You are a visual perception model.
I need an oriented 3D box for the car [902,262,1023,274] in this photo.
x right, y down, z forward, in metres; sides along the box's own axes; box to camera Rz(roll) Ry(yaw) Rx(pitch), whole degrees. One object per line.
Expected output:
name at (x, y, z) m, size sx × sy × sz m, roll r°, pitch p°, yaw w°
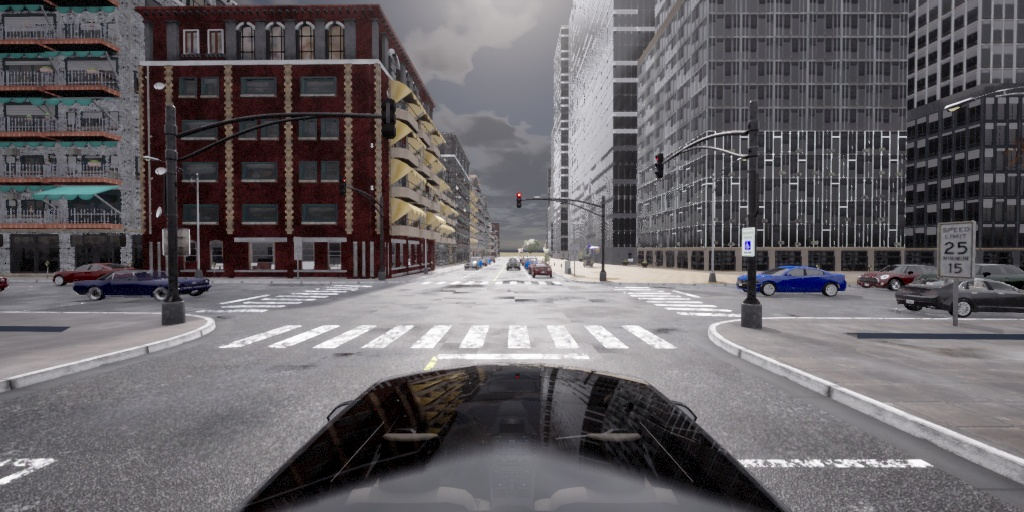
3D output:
car at (24.147, 1.188, 18.876) m, size 4.553 × 1.767 × 2.097 m, roll 0°, pitch 1°, yaw 1°

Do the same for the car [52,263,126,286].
car at (-25.808, 1.108, 22.389) m, size 4.507 × 1.381 × 1.888 m, roll 0°, pitch 0°, yaw 1°

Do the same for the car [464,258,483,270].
car at (-5.575, 1.267, 50.355) m, size 1.948 × 1.339 × 4.313 m, roll 0°, pitch 0°, yaw 0°

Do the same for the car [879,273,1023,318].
car at (16.742, 1.445, 13.091) m, size 4.403 × 1.370 × 2.007 m, roll 0°, pitch 0°, yaw 1°

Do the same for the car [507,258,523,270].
car at (0.219, 1.300, 51.548) m, size 1.895 × 1.301 × 4.718 m, roll 0°, pitch 0°, yaw 0°

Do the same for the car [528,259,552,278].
car at (2.732, 1.270, 33.431) m, size 1.888 × 1.381 × 4.507 m, roll 0°, pitch 0°, yaw 0°

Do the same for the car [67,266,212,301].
car at (-16.640, 1.298, 16.335) m, size 4.718 × 1.301 × 1.895 m, roll 0°, pitch 1°, yaw 1°

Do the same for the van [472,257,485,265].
van at (-5.562, 1.033, 56.001) m, size 1.690 × 1.789 × 3.998 m, roll 0°, pitch 0°, yaw 0°

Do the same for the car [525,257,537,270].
car at (2.746, 1.157, 39.077) m, size 1.967 × 1.591 × 4.097 m, roll 0°, pitch 0°, yaw 0°

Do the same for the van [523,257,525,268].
van at (2.773, 1.042, 50.369) m, size 1.690 × 1.789 × 3.998 m, roll 0°, pitch 0°, yaw 0°

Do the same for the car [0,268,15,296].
car at (-26.520, 1.254, 16.496) m, size 4.718 × 1.301 × 1.895 m, roll 0°, pitch 1°, yaw 1°

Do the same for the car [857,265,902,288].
car at (23.421, 1.229, 21.622) m, size 4.097 × 1.591 × 1.967 m, roll 0°, pitch 0°, yaw 1°

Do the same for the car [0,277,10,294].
car at (-22.595, 1.258, 13.725) m, size 4.507 × 1.381 × 1.888 m, roll 0°, pitch 0°, yaw 1°

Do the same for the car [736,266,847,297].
car at (14.687, 1.269, 19.036) m, size 5.008 × 1.535 × 1.882 m, roll 0°, pitch 1°, yaw 2°
